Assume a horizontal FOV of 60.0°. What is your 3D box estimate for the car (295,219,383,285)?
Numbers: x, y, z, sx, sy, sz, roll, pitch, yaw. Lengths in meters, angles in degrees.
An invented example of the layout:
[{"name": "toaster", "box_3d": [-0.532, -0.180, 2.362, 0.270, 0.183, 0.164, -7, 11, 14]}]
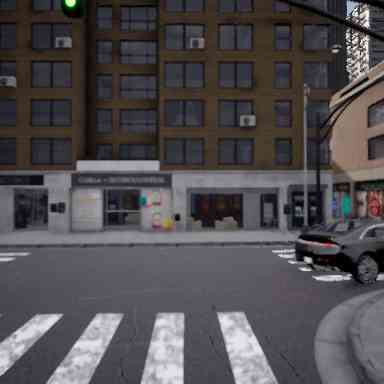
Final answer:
[{"name": "car", "box_3d": [5.249, 1.517, 9.393, 4.902, 1.511, 2.128, 0, -2, -21]}]
